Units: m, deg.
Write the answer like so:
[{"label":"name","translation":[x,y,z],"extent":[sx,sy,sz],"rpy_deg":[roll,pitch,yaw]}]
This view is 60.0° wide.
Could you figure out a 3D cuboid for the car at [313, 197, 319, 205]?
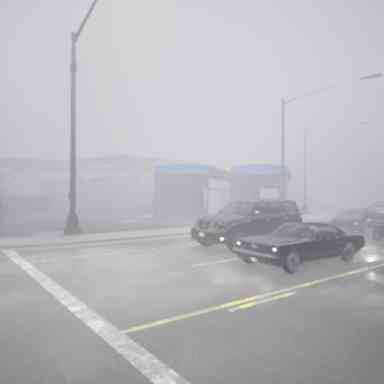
[{"label":"car","translation":[26.274,1.910,75.087],"extent":[2.097,1.767,4.553],"rpy_deg":[0,0,-36]}]

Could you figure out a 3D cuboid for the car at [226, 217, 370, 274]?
[{"label":"car","translation":[3.629,1.691,11.017],"extent":[4.718,1.301,1.895],"rpy_deg":[0,0,-35]}]

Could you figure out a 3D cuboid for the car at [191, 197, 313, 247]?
[{"label":"car","translation":[2.599,1.329,14.614],"extent":[5.566,2.045,2.150],"rpy_deg":[0,0,-37]}]

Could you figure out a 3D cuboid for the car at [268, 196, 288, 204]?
[{"label":"car","translation":[21.158,1.931,82.099],"extent":[2.097,1.767,4.553],"rpy_deg":[0,0,-36]}]

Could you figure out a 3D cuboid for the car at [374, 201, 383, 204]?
[{"label":"car","translation":[16.787,1.601,29.256],"extent":[2.097,1.767,4.553],"rpy_deg":[0,0,29]}]

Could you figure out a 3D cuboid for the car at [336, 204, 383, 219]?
[{"label":"car","translation":[10.609,1.724,21.121],"extent":[5.357,1.411,2.033],"rpy_deg":[1,0,-45]}]

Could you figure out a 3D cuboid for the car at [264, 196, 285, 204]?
[{"label":"car","translation":[19.436,1.904,78.524],"extent":[2.097,1.767,4.553],"rpy_deg":[0,0,-36]}]

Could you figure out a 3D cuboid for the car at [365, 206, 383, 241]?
[{"label":"car","translation":[10.821,1.629,16.725],"extent":[5.008,1.535,1.882],"rpy_deg":[1,0,-42]}]
